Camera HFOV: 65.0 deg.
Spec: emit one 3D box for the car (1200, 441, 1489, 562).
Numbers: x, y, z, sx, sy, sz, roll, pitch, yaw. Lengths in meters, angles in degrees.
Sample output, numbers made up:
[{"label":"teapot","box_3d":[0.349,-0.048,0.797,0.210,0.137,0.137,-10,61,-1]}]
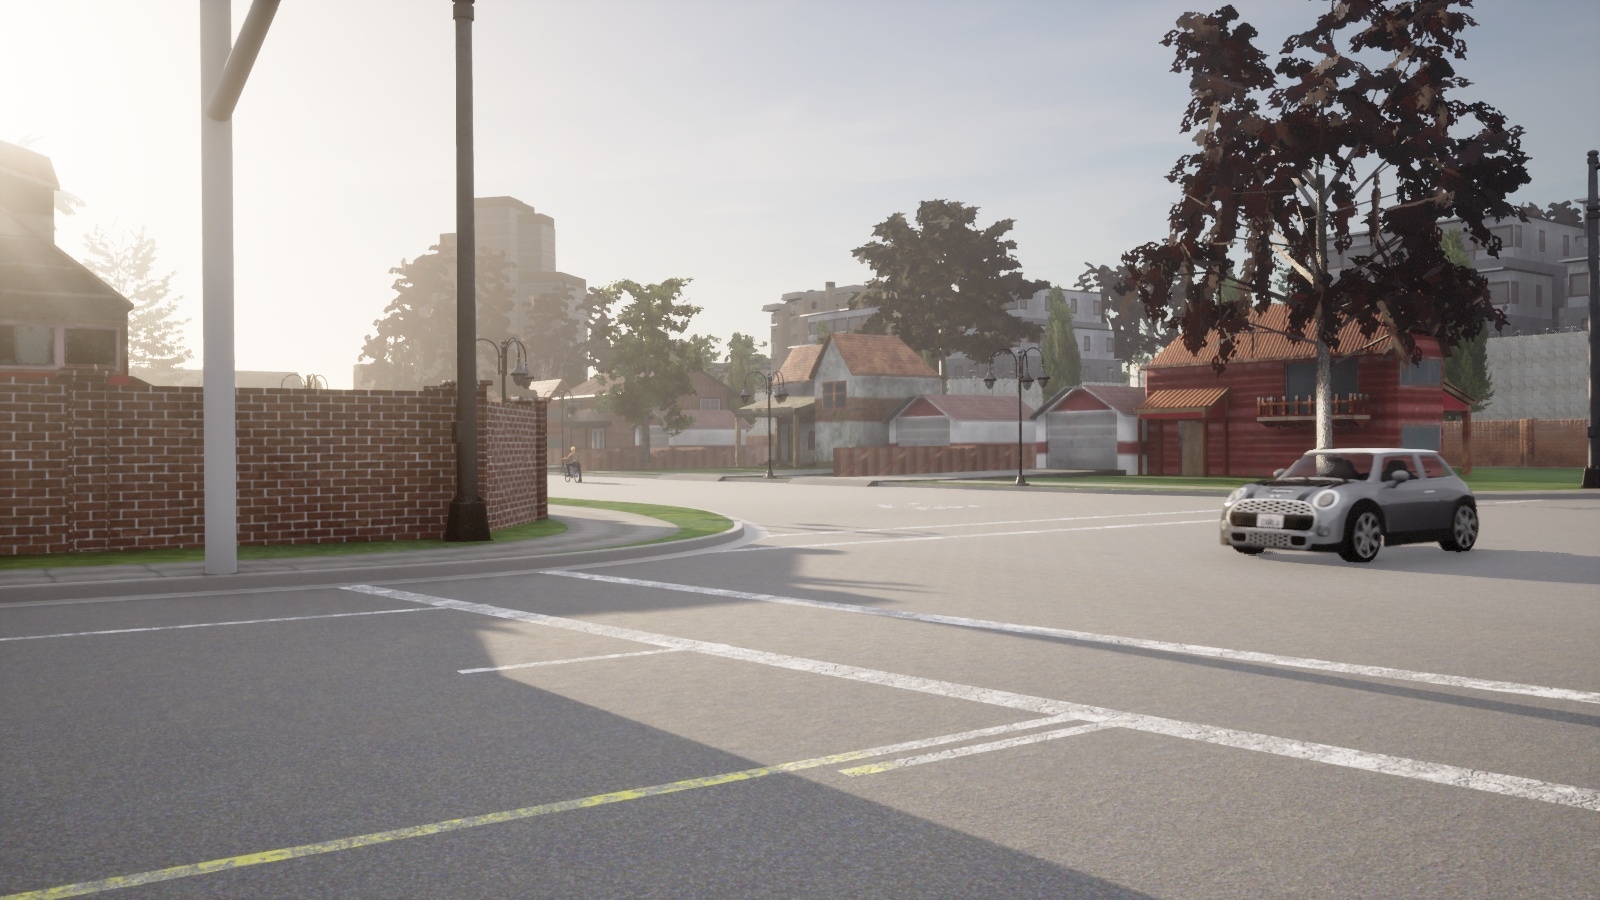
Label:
[{"label":"car","box_3d":[7.620,0.640,17.493,3.806,1.475,1.970,-1,0,-35]}]
